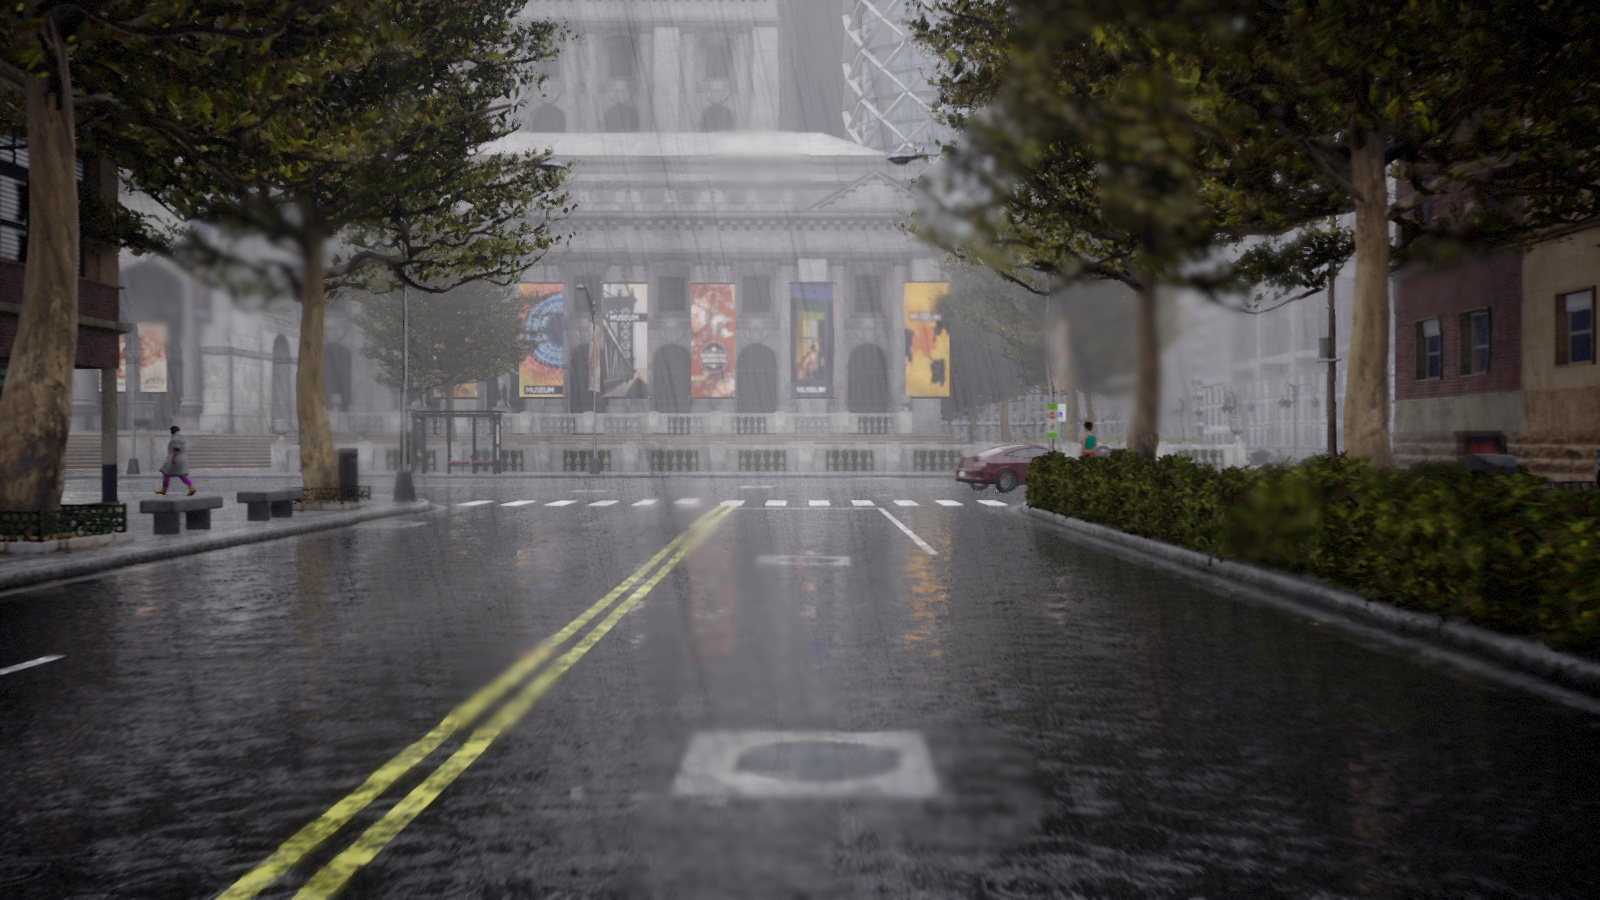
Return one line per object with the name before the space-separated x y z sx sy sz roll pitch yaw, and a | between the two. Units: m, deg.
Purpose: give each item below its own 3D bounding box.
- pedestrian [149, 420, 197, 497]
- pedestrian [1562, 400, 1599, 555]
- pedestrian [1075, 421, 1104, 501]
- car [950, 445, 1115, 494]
pedestrian | -15.974 0.211 31.982 0.873 1.952 0.659 0 0 6
pedestrian | 10.032 0.324 15.364 0.874 1.855 0.900 0 0 0
pedestrian | 6.699 0.244 29.100 0.345 1.836 0.594 0 0 -26
car | 7.093 0.562 38.270 4.674 1.442 1.812 0 0 -20
